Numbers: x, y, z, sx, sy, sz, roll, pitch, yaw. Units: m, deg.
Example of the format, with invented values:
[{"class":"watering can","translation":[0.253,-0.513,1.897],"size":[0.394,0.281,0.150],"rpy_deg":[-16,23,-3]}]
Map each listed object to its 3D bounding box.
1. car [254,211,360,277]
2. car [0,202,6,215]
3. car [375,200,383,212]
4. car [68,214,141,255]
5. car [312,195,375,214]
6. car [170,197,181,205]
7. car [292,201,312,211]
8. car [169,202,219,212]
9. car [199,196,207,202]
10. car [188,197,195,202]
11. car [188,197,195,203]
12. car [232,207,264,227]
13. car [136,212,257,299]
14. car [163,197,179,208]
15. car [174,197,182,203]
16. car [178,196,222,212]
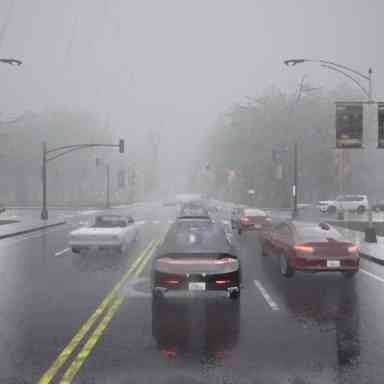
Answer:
[{"class":"car","translation":[3.333,1.533,10.160],"size":[1.812,1.442,4.674],"rpy_deg":[0,0,0]},{"class":"car","translation":[-20.179,1.226,30.508],"size":[5.566,2.045,2.150],"rpy_deg":[0,0,-1]},{"class":"car","translation":[23.946,1.698,40.845],"size":[5.008,1.535,1.882],"rpy_deg":[0,0,0]},{"class":"car","translation":[-3.368,1.615,13.599],"size":[1.895,1.301,4.718],"rpy_deg":[0,0,0]},{"class":"car","translation":[17.059,1.402,37.539],"size":[5.566,2.045,2.150],"rpy_deg":[0,0,-1]},{"class":"car","translation":[-3.338,1.832,69.234],"size":[2.033,1.411,5.357],"rpy_deg":[0,-1,0]},{"class":"car","translation":[14.814,1.775,40.762],"size":[4.718,1.301,1.895],"rpy_deg":[0,0,0]},{"class":"car","translation":[0.078,1.519,17.850],"size":[2.128,1.511,4.902],"rpy_deg":[0,0,0]},{"class":"car","translation":[3.131,1.959,92.943],"size":[2.033,1.411,5.357],"rpy_deg":[0,-1,0]},{"class":"car","translation":[-0.119,1.972,92.939],"size":[1.994,1.385,4.181],"rpy_deg":[0,-1,0]},{"class":"car","translation":[-0.104,1.899,82.485],"size":[1.882,1.535,5.008],"rpy_deg":[0,-1,0]},{"class":"car","translation":[3.336,1.556,18.969],"size":[1.812,1.442,4.674],"rpy_deg":[0,0,1]},{"class":"car","translation":[0.089,1.497,8.442],"size":[2.128,1.511,4.902],"rpy_deg":[0,0,0]},{"class":"car","translation":[-3.411,1.725,51.685],"size":[1.994,1.385,4.181],"rpy_deg":[0,0,0]},{"class":"car","translation":[-3.354,1.936,81.321],"size":[1.812,1.442,4.674],"rpy_deg":[0,-1,0]},{"class":"car","translation":[1.173,1.582,37.313],"size":[4.902,1.511,2.128],"rpy_deg":[0,0,44]}]
